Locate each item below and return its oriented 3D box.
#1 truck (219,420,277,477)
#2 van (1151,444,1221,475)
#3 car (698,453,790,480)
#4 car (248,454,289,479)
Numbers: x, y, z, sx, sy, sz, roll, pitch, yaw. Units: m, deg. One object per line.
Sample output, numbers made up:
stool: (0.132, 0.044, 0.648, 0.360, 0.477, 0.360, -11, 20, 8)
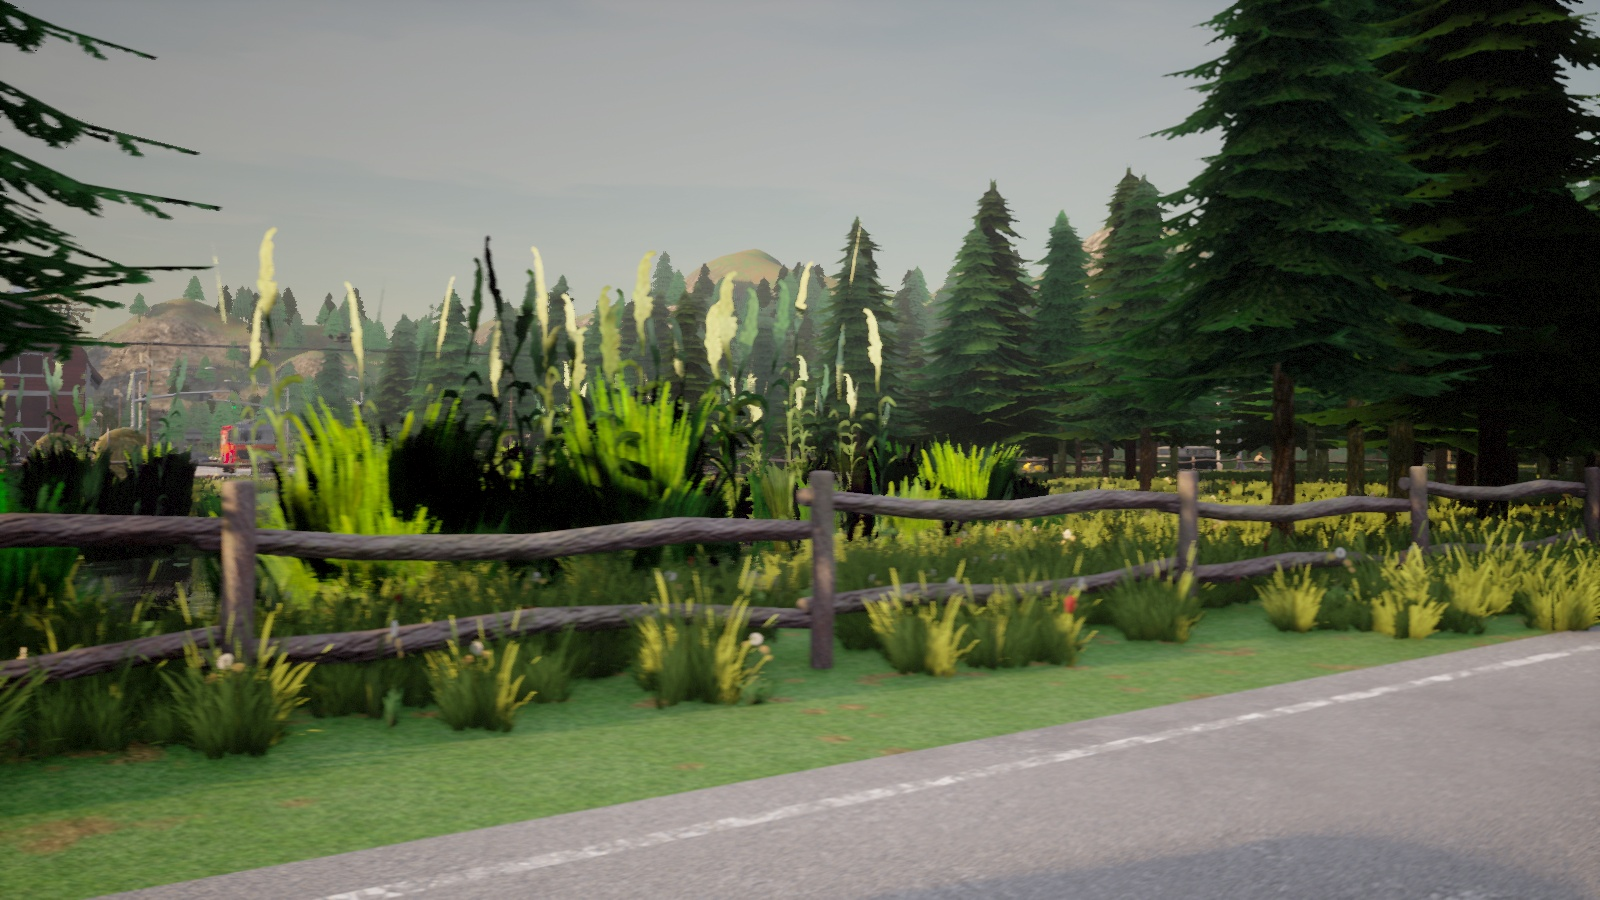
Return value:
truck: (-39.512, -0.113, 89.778, 2.891, 3.827, 8.468, 0, 0, -30)
van: (25.399, 0.622, 82.555, 4.442, 1.987, 1.775, 0, 0, -29)
car: (-3.167, 0.899, 71.029, 4.892, 1.490, 1.837, 0, 0, -28)
car: (-33.697, 1.021, 79.609, 1.837, 1.490, 4.892, 0, 0, -30)
